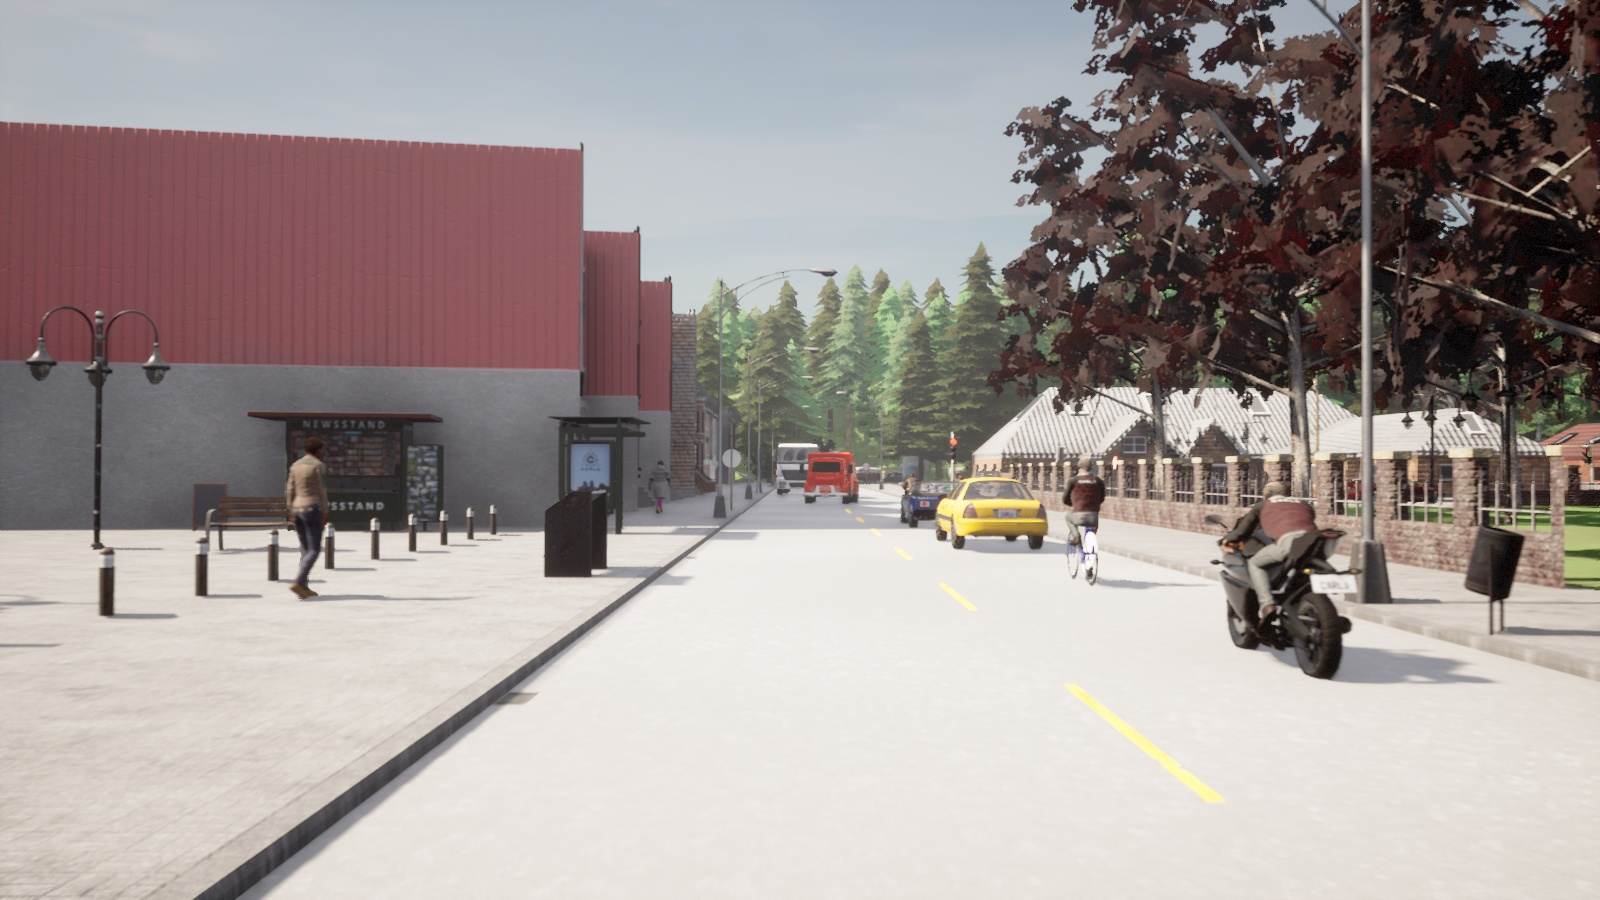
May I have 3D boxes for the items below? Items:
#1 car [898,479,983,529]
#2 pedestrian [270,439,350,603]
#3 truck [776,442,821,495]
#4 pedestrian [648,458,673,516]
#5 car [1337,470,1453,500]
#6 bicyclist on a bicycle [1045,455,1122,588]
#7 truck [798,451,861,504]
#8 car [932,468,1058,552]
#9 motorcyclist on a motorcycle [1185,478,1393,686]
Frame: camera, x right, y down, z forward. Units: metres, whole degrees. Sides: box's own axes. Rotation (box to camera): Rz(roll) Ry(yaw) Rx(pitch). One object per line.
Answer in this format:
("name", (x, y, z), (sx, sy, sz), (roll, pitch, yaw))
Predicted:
("car", (3.952, 1.503, 36.046), (1.895, 1.301, 4.718), (0, -1, 0))
("pedestrian", (-5.545, 0.785, 14.238), (0.328, 1.805, 0.869), (-1, -1, 22))
("truck", (-0.114, 1.273, 86.027), (2.891, 3.462, 7.936), (0, -1, 0))
("pedestrian", (-4.759, 1.262, 42.923), (0.659, 1.952, 0.873), (0, -1, 7))
("car", (29.892, 1.753, 63.209), (4.792, 1.488, 2.163), (0, -1, -2))
("bicyclist on a bicycle", (3.972, 0.966, 17.730), (0.659, 1.776, 1.843), (0, -1, 0))
("truck", (1.476, 1.345, 61.090), (2.627, 2.467, 5.204), (0, -1, 6))
("car", (3.962, 1.180, 26.422), (1.801, 1.575, 5.366), (0, -1, 0))
("motorcyclist on a motorcycle", (3.981, 1.009, 10.466), (0.866, 1.530, 2.191), (0, -1, 0))
